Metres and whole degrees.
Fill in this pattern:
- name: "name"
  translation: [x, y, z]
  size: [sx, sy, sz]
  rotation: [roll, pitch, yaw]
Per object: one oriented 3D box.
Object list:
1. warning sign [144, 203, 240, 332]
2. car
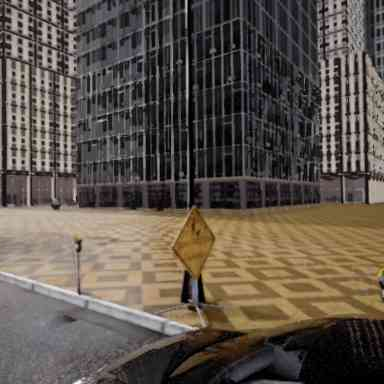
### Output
- name: "warning sign"
  translation: [0.033, 1.154, 5.770]
  size: [1.060, 1.860, 1.300]
  rotation: [-1, 0, 36]
- name: "car"
  translation: [1.036, 1.581, 2.124]
  size: [4.313, 1.339, 1.947]
  rotation: [0, -1, 36]
